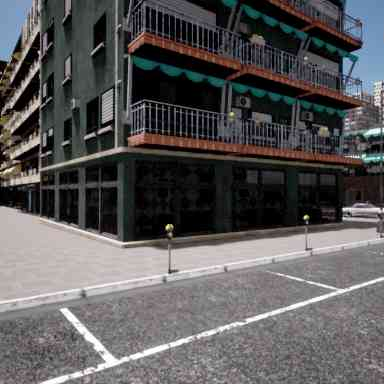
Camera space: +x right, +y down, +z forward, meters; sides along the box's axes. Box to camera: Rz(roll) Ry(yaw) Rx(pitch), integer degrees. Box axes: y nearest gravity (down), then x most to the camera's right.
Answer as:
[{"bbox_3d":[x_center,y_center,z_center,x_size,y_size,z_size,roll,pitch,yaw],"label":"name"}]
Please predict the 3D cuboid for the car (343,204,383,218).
[{"bbox_3d":[16.787,1.791,31.906,1.895,1.301,4.718,0,-1,-36],"label":"car"}]
